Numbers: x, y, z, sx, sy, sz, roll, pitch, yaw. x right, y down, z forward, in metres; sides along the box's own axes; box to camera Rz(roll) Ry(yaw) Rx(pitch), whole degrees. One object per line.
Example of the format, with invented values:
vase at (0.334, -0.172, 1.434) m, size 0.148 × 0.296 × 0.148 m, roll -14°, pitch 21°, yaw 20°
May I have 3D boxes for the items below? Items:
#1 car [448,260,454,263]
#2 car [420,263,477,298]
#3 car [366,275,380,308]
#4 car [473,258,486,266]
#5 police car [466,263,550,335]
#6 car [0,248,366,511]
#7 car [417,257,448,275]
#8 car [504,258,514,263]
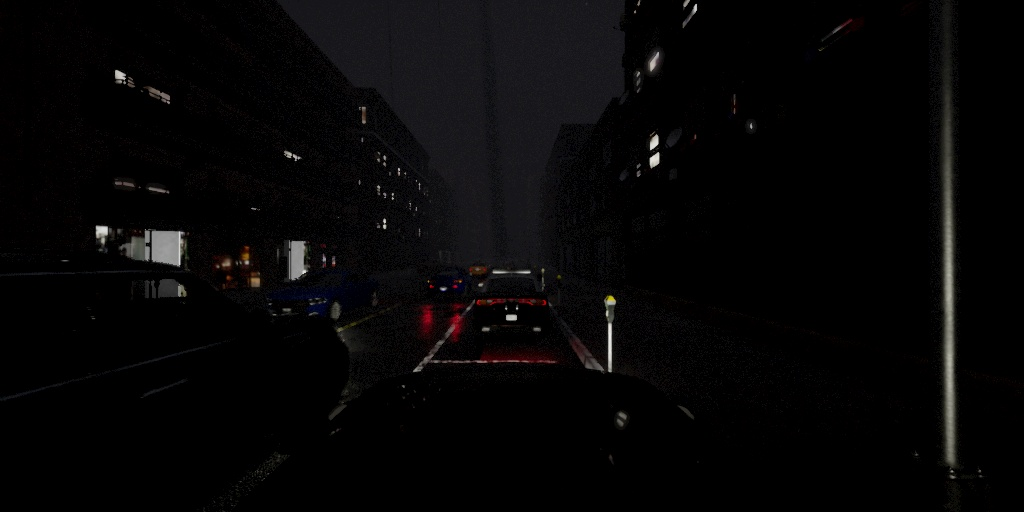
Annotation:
car at (-8.837, 1.188, 44.643) m, size 1.967 × 1.591 × 4.097 m, roll 0°, pitch 0°, yaw 0°
car at (-3.060, 1.276, 18.219) m, size 1.812 × 1.442 × 4.674 m, roll 0°, pitch 0°, yaw 0°
car at (-6.245, 1.228, 12.439) m, size 1.882 × 1.535 × 5.008 m, roll 0°, pitch 0°, yaw 0°
car at (-3.145, 1.206, 35.306) m, size 1.801 × 1.575 × 5.366 m, roll 0°, pitch 0°, yaw 0°
police car at (-0.011, 1.175, 10.609) m, size 1.930 × 1.638 × 5.238 m, roll 0°, pitch 0°, yaw 0°
car at (-3.042, 0.971, 1.973) m, size 2.150 × 2.045 × 5.566 m, roll 0°, pitch 0°, yaw 0°
car at (-8.837, 1.064, 39.007) m, size 2.192 × 1.841 × 5.009 m, roll 0°, pitch 0°, yaw 0°
car at (-0.456, 1.275, 39.173) m, size 1.751 × 1.417 × 4.829 m, roll 0°, pitch 0°, yaw 0°
